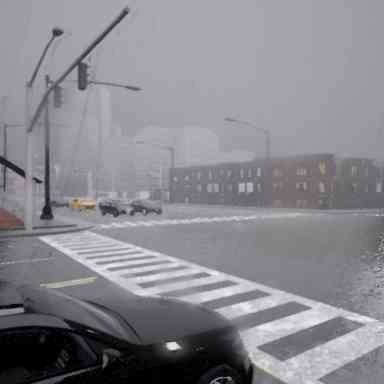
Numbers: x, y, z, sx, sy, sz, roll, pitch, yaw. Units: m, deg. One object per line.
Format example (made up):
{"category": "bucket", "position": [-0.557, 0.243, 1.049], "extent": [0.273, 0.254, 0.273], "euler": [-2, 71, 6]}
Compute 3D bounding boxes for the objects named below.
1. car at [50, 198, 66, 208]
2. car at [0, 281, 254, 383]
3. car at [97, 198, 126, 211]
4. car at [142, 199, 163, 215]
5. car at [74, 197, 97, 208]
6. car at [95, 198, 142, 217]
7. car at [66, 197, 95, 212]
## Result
{"category": "car", "position": [-19.070, 1.565, 48.133], "extent": [2.033, 1.411, 5.357], "euler": [0, 0, -35]}
{"category": "car", "position": [-1.547, 1.526, 2.725], "extent": [4.674, 1.442, 1.812], "euler": [0, 0, -37]}
{"category": "car", "position": [-10.127, 1.547, 41.595], "extent": [1.812, 1.442, 4.674], "euler": [0, 0, -36]}
{"category": "car", "position": [-4.761, 1.528, 34.041], "extent": [1.837, 1.490, 4.892], "euler": [0, 0, -36]}
{"category": "car", "position": [-16.024, 1.548, 49.887], "extent": [1.812, 1.442, 4.674], "euler": [0, 0, -35]}
{"category": "car", "position": [-6.959, 1.509, 31.092], "extent": [2.128, 1.511, 4.902], "euler": [0, 0, -35]}
{"category": "car", "position": [-12.942, 1.493, 39.495], "extent": [1.882, 1.535, 5.008], "euler": [0, 0, -35]}
